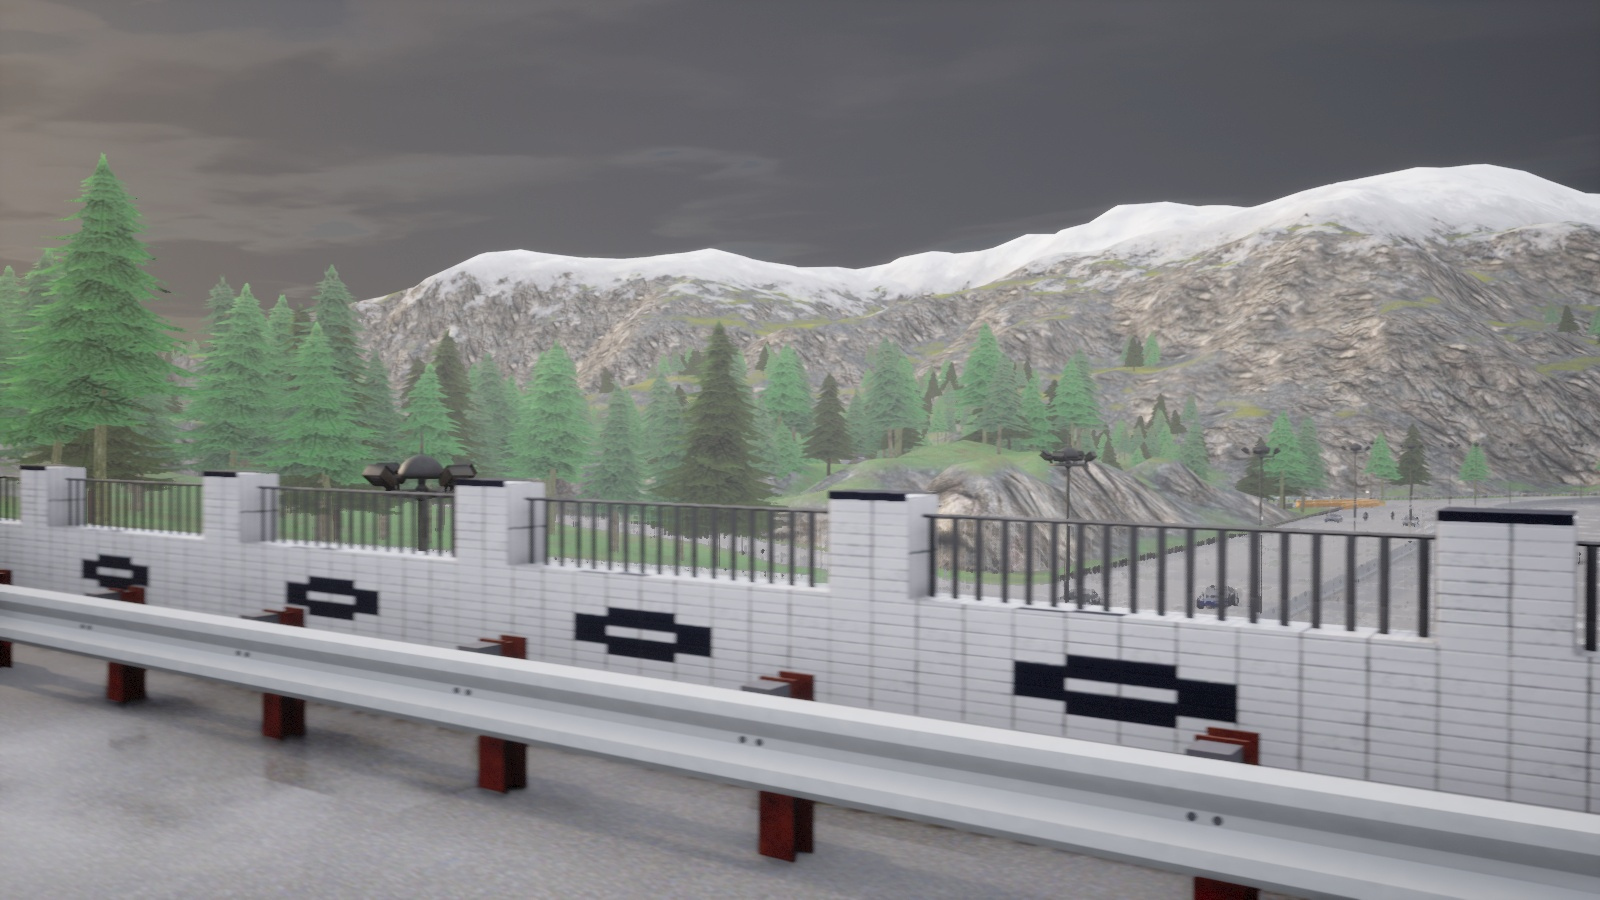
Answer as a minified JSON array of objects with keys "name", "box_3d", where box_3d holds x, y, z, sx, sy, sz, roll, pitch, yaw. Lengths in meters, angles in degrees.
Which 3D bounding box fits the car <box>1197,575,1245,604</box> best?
[{"name":"car","box_3d":[30.836,10.198,91.944,2.163,1.488,4.792,0,1,33]}]

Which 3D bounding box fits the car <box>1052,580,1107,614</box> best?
[{"name":"car","box_3d":[19.472,10.209,87.342,2.242,1.667,4.611,0,1,33]}]
